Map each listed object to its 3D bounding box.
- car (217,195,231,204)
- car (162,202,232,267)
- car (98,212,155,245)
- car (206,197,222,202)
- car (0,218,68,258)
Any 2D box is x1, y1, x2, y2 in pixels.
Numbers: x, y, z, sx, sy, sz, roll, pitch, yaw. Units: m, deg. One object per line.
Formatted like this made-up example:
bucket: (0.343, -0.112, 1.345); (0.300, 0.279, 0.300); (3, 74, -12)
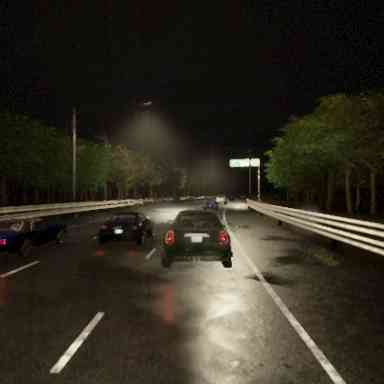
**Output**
car: (6.297, 1.577, 70.051); (2.150, 2.045, 5.566); (0, 0, 11)
car: (0.206, 1.417, 11.830); (2.097, 1.767, 4.553); (0, 0, 2)
car: (-3.018, 1.647, 16.076); (1.994, 1.385, 4.181); (0, 0, 2)
car: (2.596, 1.788, 44.817); (2.033, 1.411, 5.357); (0, 0, 7)
car: (-6.646, 1.660, 13.084); (1.895, 1.301, 4.718); (0, 0, 2)
